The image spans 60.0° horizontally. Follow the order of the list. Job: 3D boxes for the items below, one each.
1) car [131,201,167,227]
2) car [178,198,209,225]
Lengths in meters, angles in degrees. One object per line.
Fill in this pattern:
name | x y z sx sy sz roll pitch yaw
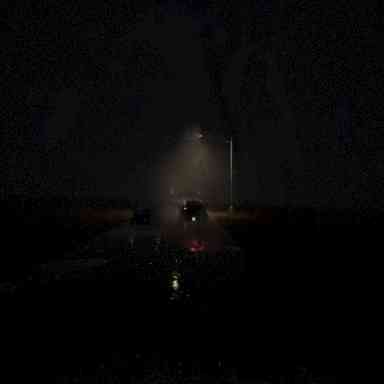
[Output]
car | -2.757 1.368 22.063 1.882 1.535 5.008 0 0 0
car | 0.102 1.392 22.942 1.837 1.490 4.892 0 1 0
